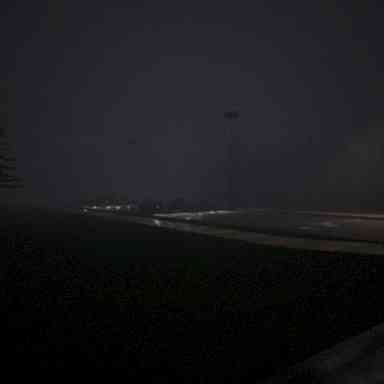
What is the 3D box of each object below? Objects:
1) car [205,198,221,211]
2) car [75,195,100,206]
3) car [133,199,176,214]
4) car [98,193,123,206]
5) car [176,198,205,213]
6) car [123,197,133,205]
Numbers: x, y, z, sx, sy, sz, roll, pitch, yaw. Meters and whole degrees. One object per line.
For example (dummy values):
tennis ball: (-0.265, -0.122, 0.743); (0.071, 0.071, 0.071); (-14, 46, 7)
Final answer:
car: (1.479, 1.447, 38.611); (1.994, 1.385, 4.181); (0, 0, -36)
car: (-16.507, 1.520, 51.663); (1.895, 1.301, 4.718); (0, 0, -36)
car: (-3.914, 1.444, 34.146); (1.812, 1.442, 4.674); (0, 0, -36)
car: (-13.653, 1.118, 53.685); (2.150, 2.045, 5.566); (0, 0, -36)
car: (-1.030, 1.426, 36.132); (1.812, 1.442, 4.674); (0, 0, -36)
car: (-10.837, 1.488, 55.767); (1.895, 1.301, 4.718); (0, 0, -36)
